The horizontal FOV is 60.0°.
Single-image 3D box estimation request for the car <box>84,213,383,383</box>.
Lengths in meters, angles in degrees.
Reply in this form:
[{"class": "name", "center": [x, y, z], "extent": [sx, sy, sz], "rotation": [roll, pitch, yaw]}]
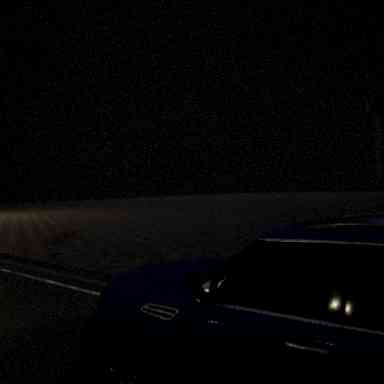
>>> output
[{"class": "car", "center": [1.438, 1.228, 2.965], "extent": [5.566, 2.045, 2.150], "rotation": [-1, 0, 36]}]
